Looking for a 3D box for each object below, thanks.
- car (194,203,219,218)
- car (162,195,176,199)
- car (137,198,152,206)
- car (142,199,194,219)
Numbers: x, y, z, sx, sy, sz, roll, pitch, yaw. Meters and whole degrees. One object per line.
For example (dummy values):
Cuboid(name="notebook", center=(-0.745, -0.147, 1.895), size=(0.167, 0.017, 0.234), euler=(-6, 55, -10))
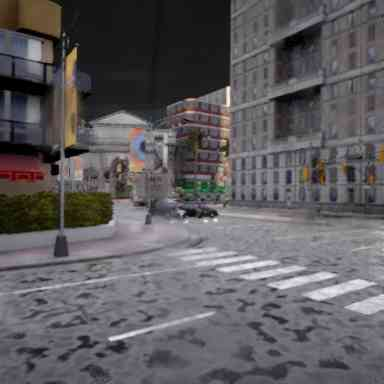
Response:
Cuboid(name="car", center=(0.387, 1.793, 33.282), size=(2.033, 1.411, 5.357), euler=(1, -1, -35))
Cuboid(name="car", center=(-4.208, 1.624, 61.110), size=(2.150, 2.045, 5.566), euler=(1, 0, -15))
Cuboid(name="car", center=(-7.923, 1.849, 58.423), size=(1.837, 1.490, 4.892), euler=(1, -1, -44))
Cuboid(name="car", center=(-2.296, 1.693, 31.017), size=(2.128, 1.511, 4.902), euler=(1, -1, -35))
